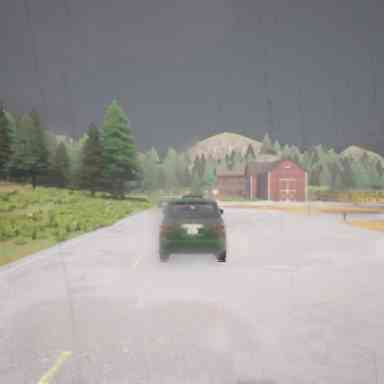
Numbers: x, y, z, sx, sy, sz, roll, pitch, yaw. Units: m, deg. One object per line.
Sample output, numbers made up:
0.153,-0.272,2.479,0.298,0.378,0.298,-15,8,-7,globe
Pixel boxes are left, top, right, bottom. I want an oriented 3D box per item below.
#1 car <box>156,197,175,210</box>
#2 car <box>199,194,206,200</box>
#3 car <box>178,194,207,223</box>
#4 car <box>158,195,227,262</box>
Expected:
-3.542,1.519,45.062,2.128,1.511,4.902,0,0,1,car
2.971,1.511,95.165,1.816,1.474,4.193,-6,0,-2,car
0.037,1.239,27.403,2.150,2.045,5.566,0,0,1,car
0.038,1.230,12.344,2.150,2.045,5.566,0,0,0,car
